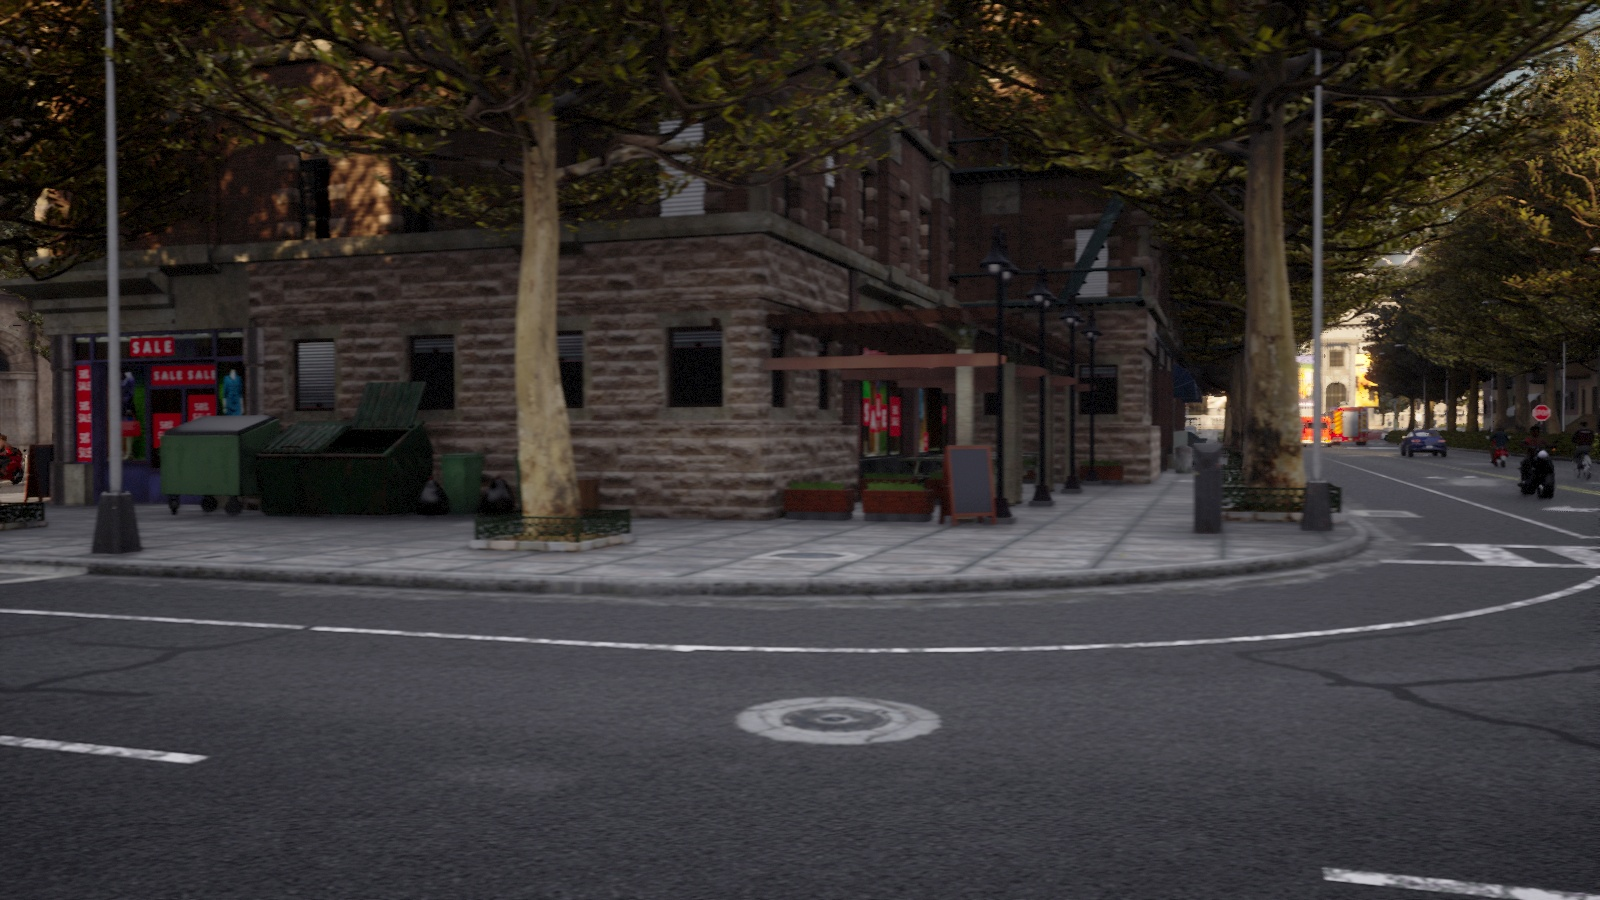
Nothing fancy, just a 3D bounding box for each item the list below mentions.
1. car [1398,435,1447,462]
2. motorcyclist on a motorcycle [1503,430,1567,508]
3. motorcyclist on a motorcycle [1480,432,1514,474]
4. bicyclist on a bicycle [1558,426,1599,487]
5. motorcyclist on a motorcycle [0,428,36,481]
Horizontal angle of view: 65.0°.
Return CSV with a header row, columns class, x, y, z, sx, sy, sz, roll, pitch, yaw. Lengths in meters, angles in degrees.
class,x,y,z,sx,sy,sz,roll,pitch,yaw
car,33.857,-0.115,68.386,1.812,1.442,4.674,1,1,19
motorcyclist on a motorcycle,16.412,0.389,28.078,0.766,1.649,2.350,1,1,19
motorcyclist on a motorcycle,27.345,0.093,49.299,0.866,1.590,1.817,1,1,19
bicyclist on a bicycle,23.431,0.180,37.818,0.659,1.776,1.843,1,1,19
motorcyclist on a motorcycle,-23.669,0.124,37.205,0.797,1.523,2.044,1,1,0
